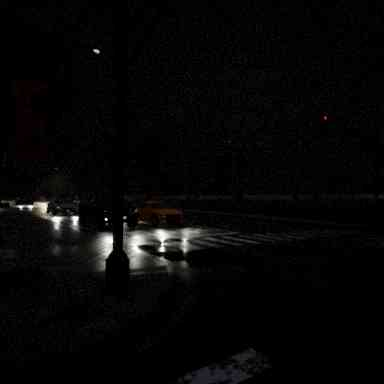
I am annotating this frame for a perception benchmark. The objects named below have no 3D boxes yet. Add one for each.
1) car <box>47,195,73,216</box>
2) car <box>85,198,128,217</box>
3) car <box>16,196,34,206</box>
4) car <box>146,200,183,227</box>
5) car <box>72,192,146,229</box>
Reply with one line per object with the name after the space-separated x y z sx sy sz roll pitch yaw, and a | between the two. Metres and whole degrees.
-11.472 1.261 29.202 1.812 1.442 4.674 1 0 -34 | car
-7.691 1.302 29.470 2.128 1.511 4.902 1 0 -35 | car
-23.623 1.215 46.950 1.994 1.385 4.181 1 -1 -34 | car
-2.451 1.337 21.889 1.882 1.535 5.008 1 0 -35 | car
-5.207 1.016 20.168 2.150 2.045 5.566 1 -1 -35 | car
